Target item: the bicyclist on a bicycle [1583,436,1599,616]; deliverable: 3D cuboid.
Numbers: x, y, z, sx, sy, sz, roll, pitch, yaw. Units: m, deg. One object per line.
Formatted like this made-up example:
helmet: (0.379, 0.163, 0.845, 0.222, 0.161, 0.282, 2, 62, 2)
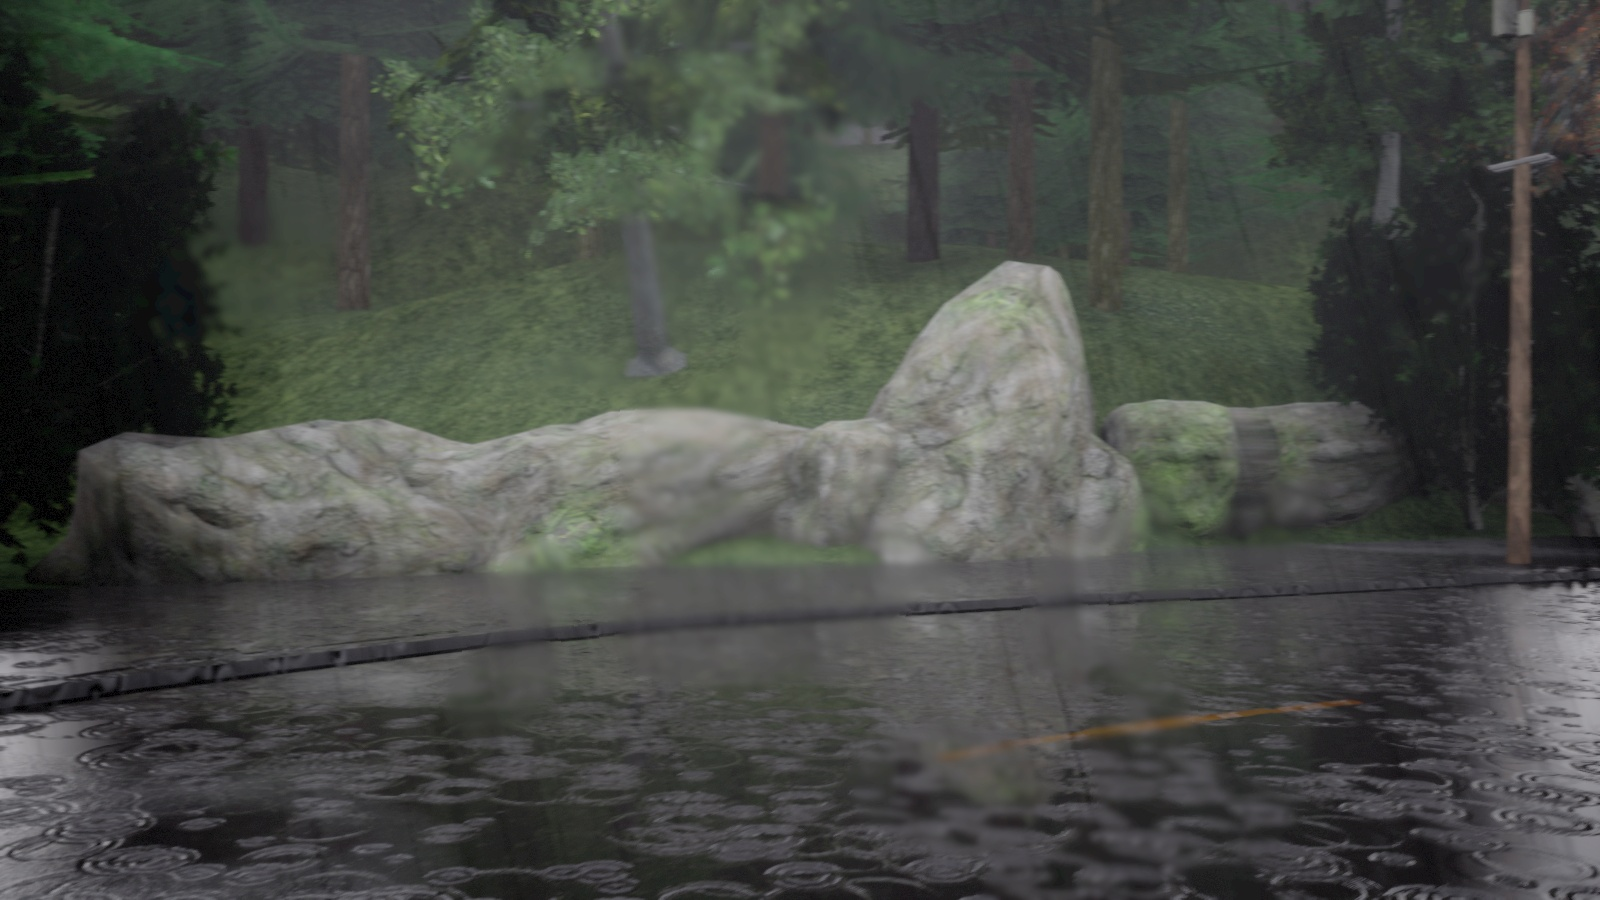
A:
bicyclist on a bicycle: (8.036, 0.687, 11.529, 1.656, 1.620, 0.582, 0, 1, -23)
